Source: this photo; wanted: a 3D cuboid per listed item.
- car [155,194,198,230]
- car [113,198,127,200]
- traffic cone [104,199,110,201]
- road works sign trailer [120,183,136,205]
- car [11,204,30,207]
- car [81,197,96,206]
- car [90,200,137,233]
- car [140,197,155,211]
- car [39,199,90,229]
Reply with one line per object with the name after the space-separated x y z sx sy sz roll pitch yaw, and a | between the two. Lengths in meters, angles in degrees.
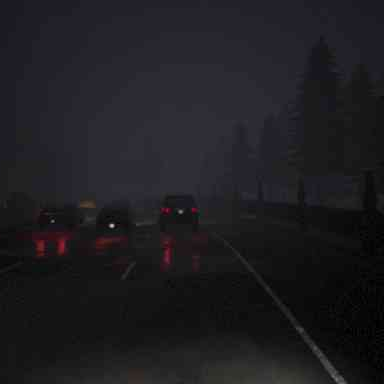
-0.954 1.149 20.567 2.150 2.045 5.566 0 0 -7 | car
-8.086 1.360 37.075 2.128 1.511 4.902 0 0 -16 | car
-15.188 1.746 59.258 0.340 0.580 0.340 0 0 -28 | traffic cone
-10.581 0.274 53.776 2.380 3.560 2.880 0 0 -28 | road works sign trailer
-19.356 1.086 37.447 2.150 2.045 5.566 0 1 -19 | car
-12.200 1.341 38.544 1.882 1.535 5.008 0 0 -18 | car
-4.337 1.436 19.189 1.837 1.490 4.892 0 0 -7 | car
-4.893 1.341 38.655 1.882 1.535 5.008 0 0 -16 | car
-8.076 1.417 20.905 2.128 1.511 4.902 0 0 -8 | car
